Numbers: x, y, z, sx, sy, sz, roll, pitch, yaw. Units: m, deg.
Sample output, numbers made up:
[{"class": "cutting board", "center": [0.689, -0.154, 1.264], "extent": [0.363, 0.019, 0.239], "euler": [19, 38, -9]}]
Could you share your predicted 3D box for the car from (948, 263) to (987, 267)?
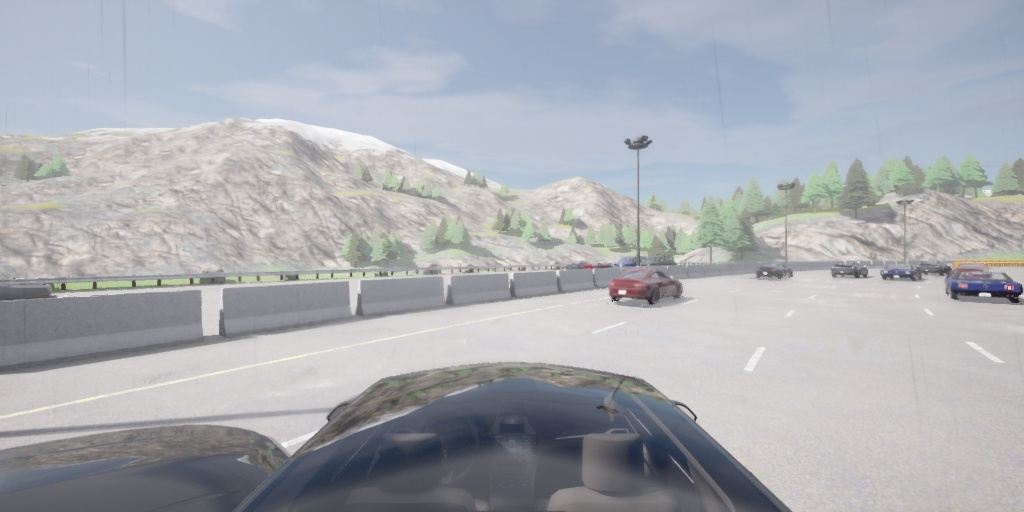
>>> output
[{"class": "car", "center": [35.306, 1.276, 27.511], "extent": [4.674, 1.442, 1.812], "euler": [0, 0, -36]}]

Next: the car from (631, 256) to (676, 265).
[{"class": "car", "center": [15.880, 0.968, 39.431], "extent": [5.566, 2.045, 2.150], "euler": [0, 0, -38]}]

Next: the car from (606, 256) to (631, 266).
[{"class": "car", "center": [14.047, 1.050, 42.444], "extent": [5.566, 2.045, 2.150], "euler": [0, 0, -38]}]

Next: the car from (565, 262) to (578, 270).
[{"class": "car", "center": [8.993, 1.314, 47.370], "extent": [4.181, 1.385, 1.994], "euler": [0, 0, -39]}]

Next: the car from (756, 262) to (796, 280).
[{"class": "car", "center": [23.048, 1.275, 31.459], "extent": [4.674, 1.442, 1.812], "euler": [0, 0, -38]}]

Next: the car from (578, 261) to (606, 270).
[{"class": "car", "center": [10.707, 1.351, 44.260], "extent": [4.718, 1.301, 1.895], "euler": [0, 0, -38]}]

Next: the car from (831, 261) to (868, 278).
[{"class": "car", "center": [31.374, 1.241, 33.297], "extent": [4.902, 1.511, 2.128], "euler": [0, 0, -35]}]

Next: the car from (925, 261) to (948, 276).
[{"class": "car", "center": [43.312, 1.241, 36.820], "extent": [4.902, 1.511, 2.128], "euler": [0, 0, -31]}]

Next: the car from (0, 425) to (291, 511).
[{"class": "car", "center": [-2.981, 1.255, 0.486], "extent": [4.892, 1.490, 1.837], "euler": [0, 0, -45]}]

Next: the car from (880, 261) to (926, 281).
[{"class": "car", "center": [32.307, 1.351, 29.687], "extent": [4.718, 1.301, 1.895], "euler": [0, 0, -35]}]

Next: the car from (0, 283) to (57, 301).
[{"class": "car", "center": [-17.307, 1.297, 10.248], "extent": [2.033, 1.411, 5.357], "euler": [0, 0, 37]}]

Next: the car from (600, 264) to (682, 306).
[{"class": "car", "center": [5.982, 1.275, 15.941], "extent": [1.812, 1.442, 4.674], "euler": [0, 0, 43]}]

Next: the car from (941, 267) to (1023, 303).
[{"class": "car", "center": [21.799, 1.350, 16.758], "extent": [4.718, 1.301, 1.895], "euler": [0, 0, -42]}]
